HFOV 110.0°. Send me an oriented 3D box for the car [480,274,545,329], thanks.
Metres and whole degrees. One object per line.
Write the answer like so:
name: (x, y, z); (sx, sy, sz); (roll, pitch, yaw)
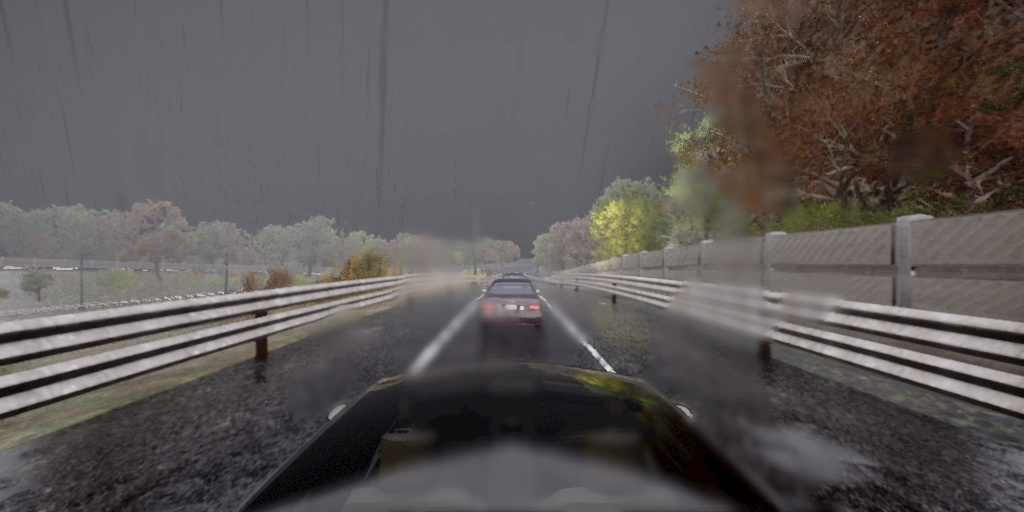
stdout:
car: (0.006, 1.445, 11.711); (2.033, 1.411, 5.357); (0, -1, 0)
